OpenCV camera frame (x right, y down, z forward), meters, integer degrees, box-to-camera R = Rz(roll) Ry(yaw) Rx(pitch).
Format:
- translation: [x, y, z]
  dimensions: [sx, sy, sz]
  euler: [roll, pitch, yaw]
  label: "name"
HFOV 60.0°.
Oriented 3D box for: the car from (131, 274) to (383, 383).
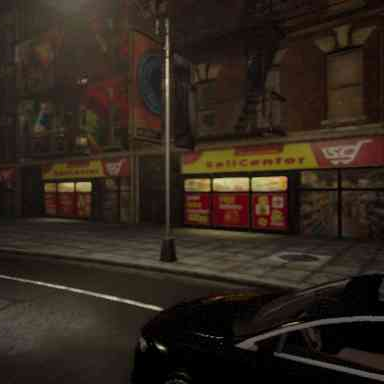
- translation: [1.648, 1.492, 2.724]
  dimensions: [4.902, 1.511, 2.128]
  euler: [0, 0, 34]
  label: "car"
